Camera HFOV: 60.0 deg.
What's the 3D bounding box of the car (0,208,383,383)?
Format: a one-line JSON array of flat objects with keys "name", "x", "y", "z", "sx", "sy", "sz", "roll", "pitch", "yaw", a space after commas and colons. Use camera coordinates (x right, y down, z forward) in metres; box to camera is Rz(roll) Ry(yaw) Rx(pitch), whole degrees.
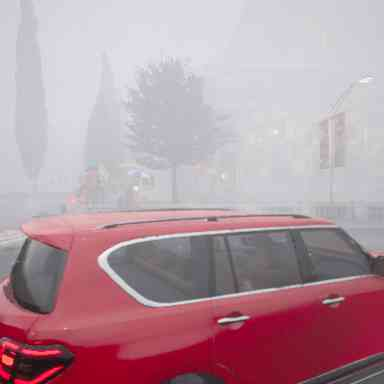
[{"name": "car", "x": 0.728, "y": 1.223, "z": 3.970, "sx": 5.566, "sy": 2.045, "sz": 2.150, "roll": 0, "pitch": 0, "yaw": -29}]
